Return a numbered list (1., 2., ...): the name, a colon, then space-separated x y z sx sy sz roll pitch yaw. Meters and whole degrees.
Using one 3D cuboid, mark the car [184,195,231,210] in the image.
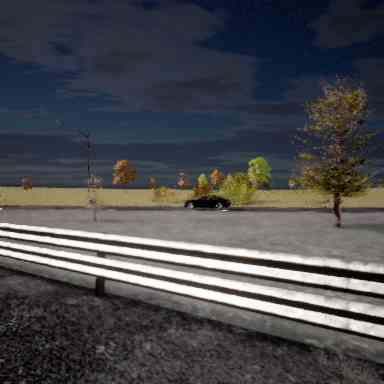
1. car: 1.637 1.115 35.619 5.008 1.535 1.882 0 0 13
